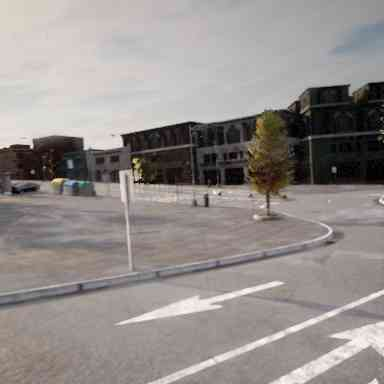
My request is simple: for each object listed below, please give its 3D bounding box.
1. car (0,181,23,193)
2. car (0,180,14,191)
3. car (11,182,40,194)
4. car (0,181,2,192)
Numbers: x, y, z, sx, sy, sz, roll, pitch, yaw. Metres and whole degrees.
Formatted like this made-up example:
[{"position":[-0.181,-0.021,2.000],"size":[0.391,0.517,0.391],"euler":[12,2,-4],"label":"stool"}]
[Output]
[{"position":[-28.759,-0.834,51.207],"size":[2.002,1.452,4.674],"euler":[0,6,16],"label":"car"},{"position":[-31.155,-1.002,52.920],"size":[2.097,1.535,5.008],"euler":[1,6,16],"label":"car"},{"position":[-24.002,-0.576,47.684],"size":[2.163,1.488,4.792],"euler":[1,6,17],"label":"car"},{"position":[-26.362,-0.743,49.475],"size":[2.231,1.521,4.892],"euler":[1,6,17],"label":"car"}]
